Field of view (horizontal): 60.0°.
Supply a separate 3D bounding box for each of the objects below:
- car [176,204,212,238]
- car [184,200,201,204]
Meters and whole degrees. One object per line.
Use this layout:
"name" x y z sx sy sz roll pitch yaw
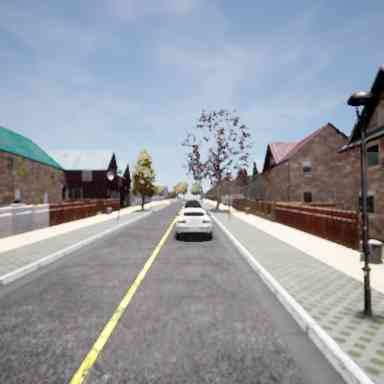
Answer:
"car" 0.092 1.593 18.148 1.812 1.442 4.674 0 0 0
"car" 0.083 1.641 38.792 1.882 1.535 5.008 0 0 0
